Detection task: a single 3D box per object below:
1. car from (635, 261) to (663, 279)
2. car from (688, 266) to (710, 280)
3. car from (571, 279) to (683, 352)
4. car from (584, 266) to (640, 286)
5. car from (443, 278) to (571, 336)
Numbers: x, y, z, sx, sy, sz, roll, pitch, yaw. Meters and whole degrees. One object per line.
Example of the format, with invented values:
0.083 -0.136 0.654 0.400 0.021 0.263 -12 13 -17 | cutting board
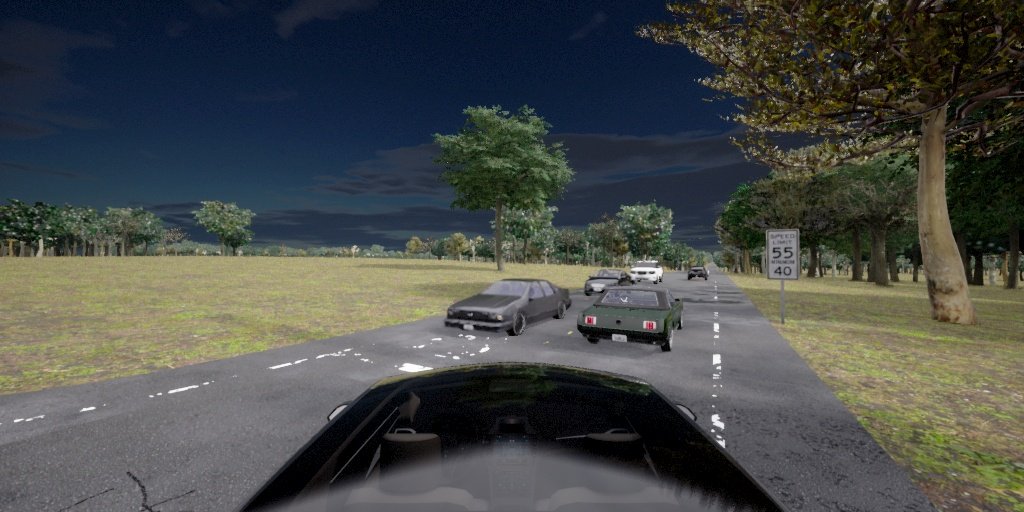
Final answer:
12.041 1.428 31.994 2.150 2.045 5.566 0 -1 29 | car
20.324 1.847 39.177 1.837 1.490 4.892 0 -1 30 | car
3.336 1.449 9.382 1.895 1.301 4.718 0 -1 30 | car
5.653 1.513 20.750 2.128 1.511 4.902 0 -1 30 | car
0.228 1.413 11.200 2.033 1.411 5.357 0 -1 29 | car
